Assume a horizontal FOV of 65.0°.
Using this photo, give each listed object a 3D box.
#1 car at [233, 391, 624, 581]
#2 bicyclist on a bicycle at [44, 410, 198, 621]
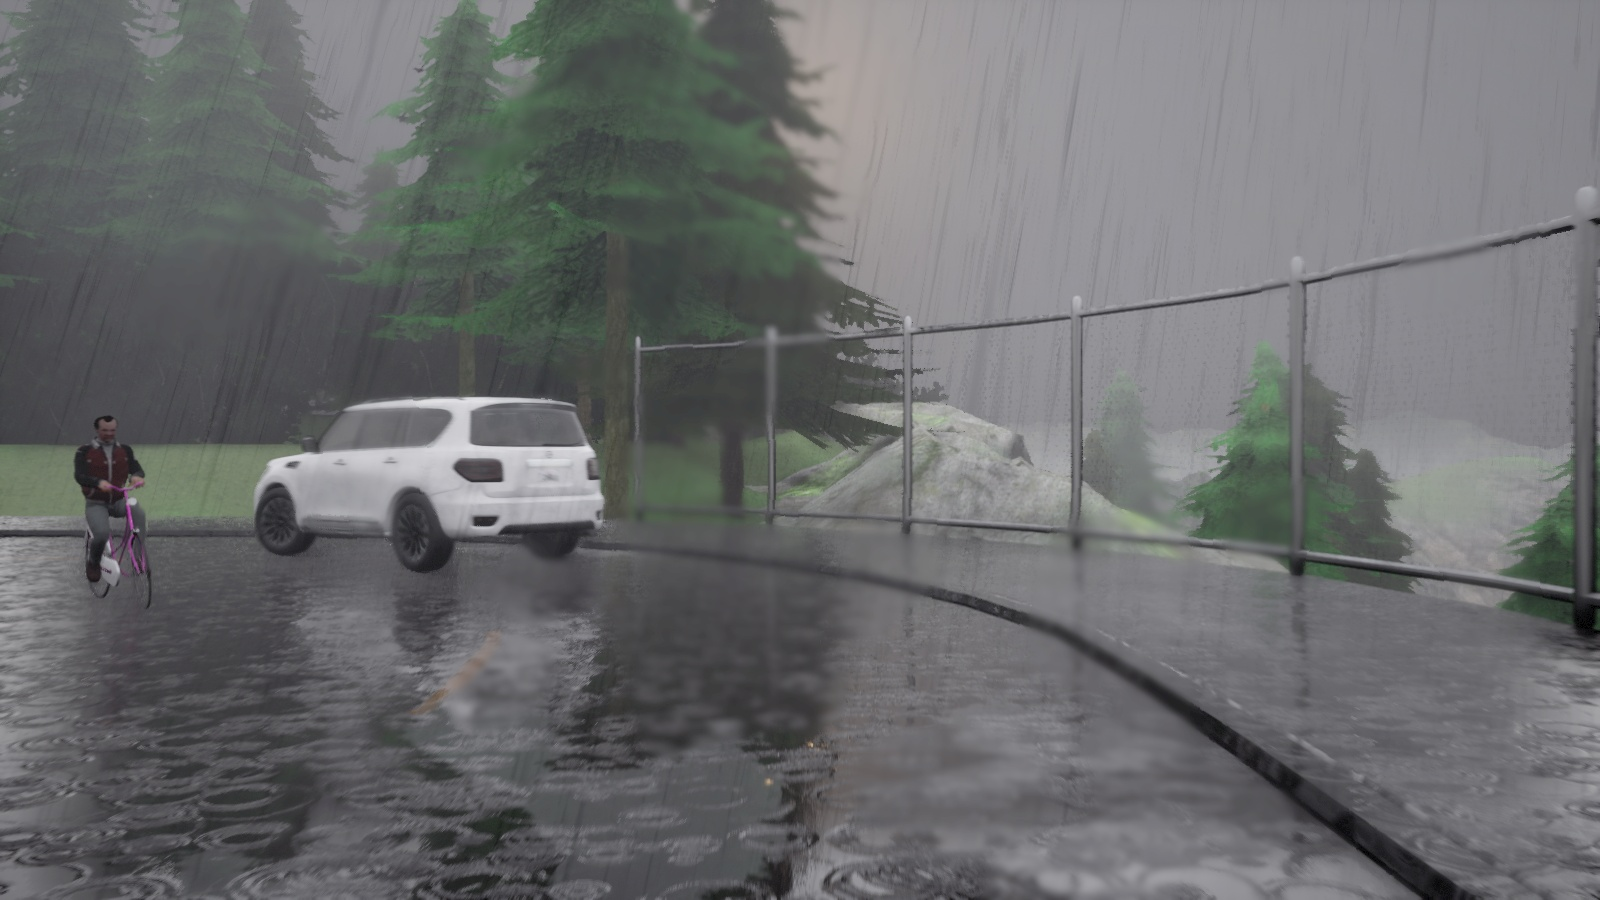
[{"bbox_3d":[-4.939,0.372,16.157,5.566,2.045,2.150,0,0,41],"label":"car"},{"bbox_3d":[-6.245,0.548,11.508,1.843,1.776,0.659,0,2,44],"label":"bicyclist on a bicycle"}]
